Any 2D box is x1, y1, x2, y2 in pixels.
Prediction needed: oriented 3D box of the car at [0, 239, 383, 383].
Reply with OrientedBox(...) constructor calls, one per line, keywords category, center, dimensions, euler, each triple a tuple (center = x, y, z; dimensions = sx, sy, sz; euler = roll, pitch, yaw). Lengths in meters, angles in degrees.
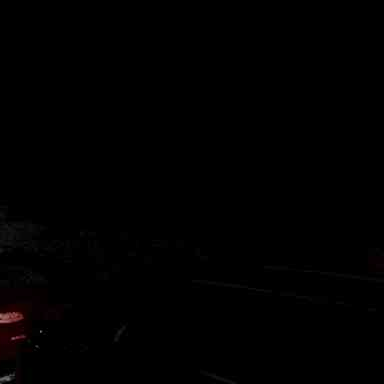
OrientedBox(category="car", center=(0.783, 1.312, 2.399), dimensions=(5.009, 1.841, 2.192), euler=(0, 1, 36))
